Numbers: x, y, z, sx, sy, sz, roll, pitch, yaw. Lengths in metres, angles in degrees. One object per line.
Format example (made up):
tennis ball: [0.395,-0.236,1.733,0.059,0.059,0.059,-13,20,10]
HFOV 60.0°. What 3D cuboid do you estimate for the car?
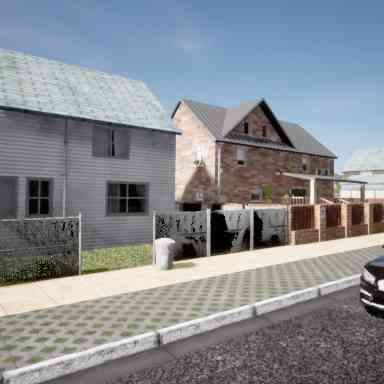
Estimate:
car: [5.316,1.496,6.770,4.902,1.511,2.128,0,0,-36]
